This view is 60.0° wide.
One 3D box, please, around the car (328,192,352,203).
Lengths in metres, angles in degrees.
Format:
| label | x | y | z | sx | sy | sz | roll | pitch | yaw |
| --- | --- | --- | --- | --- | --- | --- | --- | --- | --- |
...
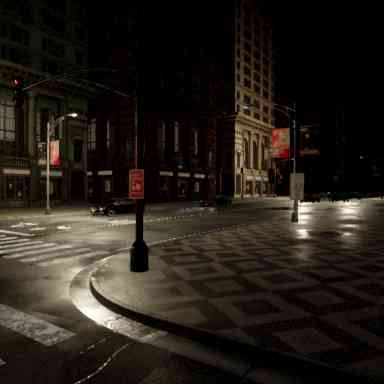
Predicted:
| label | x | y | z | sx | sy | sz | roll | pitch | yaw |
| --- | --- | --- | --- | --- | --- | --- | --- | --- | --- |
| car | 22.439 | 0.834 | 50.303 | 1.812 | 1.442 | 4.674 | 0 | 1 | 36 |

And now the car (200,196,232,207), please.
| label | x | y | z | sx | sy | sz | roll | pitch | yaw |
| --- | --- | --- | --- | --- | --- | --- | --- | --- | --- |
| car | 2.912 | 1.108 | 39.973 | 1.895 | 1.301 | 4.718 | 0 | 1 | 36 |

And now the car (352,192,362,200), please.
| label | x | y | z | sx | sy | sz | roll | pitch | yaw |
| --- | --- | --- | --- | --- | --- | --- | --- | --- | --- |
| car | 29.593 | 0.675 | 60.380 | 1.812 | 1.442 | 4.674 | 0 | 1 | 35 |

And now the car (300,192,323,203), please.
| label | x | y | z | sx | sy | sz | roll | pitch | yaw |
| --- | --- | --- | --- | --- | --- | --- | --- | --- | --- |
| car | 17.242 | 0.912 | 48.590 | 1.994 | 1.385 | 4.181 | 0 | 1 | 35 |

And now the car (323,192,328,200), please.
| label | x | y | z | sx | sy | sz | roll | pitch | yaw |
| --- | --- | --- | --- | --- | --- | --- | --- | --- | --- |
| car | 22.983 | 0.713 | 56.673 | 2.128 | 1.511 | 4.902 | 0 | 1 | 35 |

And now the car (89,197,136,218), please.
| label | x | y | z | sx | sy | sz | roll | pitch | yaw |
| --- | --- | --- | --- | --- | --- | --- | --- | --- | --- |
| car | -6.113 | 1.211 | 27.278 | 1.837 | 1.490 | 4.892 | 0 | 1 | 35 |
